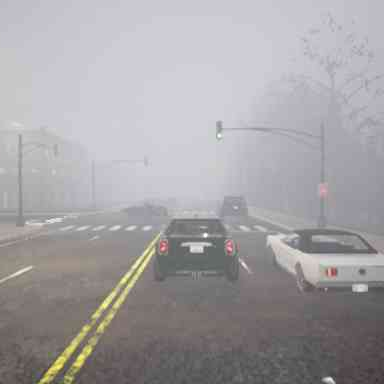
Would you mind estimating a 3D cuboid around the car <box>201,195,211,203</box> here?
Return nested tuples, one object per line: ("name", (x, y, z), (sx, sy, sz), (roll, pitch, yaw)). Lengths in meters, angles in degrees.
("car", (3.293, 1.667, 75.930), (1.882, 1.535, 5.008), (0, 0, 0))

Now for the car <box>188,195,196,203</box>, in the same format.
("car", (0.043, 1.715, 76.347), (1.812, 1.442, 4.674), (0, 0, 0))

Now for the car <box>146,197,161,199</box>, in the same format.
("car", (-6.545, 1.644, 52.963), (1.837, 1.490, 4.892), (0, 0, 0))

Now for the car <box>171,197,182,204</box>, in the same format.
("car", (-3.211, 1.720, 68.189), (2.033, 1.411, 5.357), (0, 0, 0))

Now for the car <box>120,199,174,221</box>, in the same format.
("car", (-4.114, 1.568, 27.891), (4.902, 1.511, 2.128), (0, -1, 45))

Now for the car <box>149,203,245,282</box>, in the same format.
("car", (0.109, 1.380, 9.971), (2.097, 1.767, 4.553), (0, 0, 0))

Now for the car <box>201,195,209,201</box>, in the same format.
("car", (3.299, 1.594, 86.349), (2.033, 1.411, 5.357), (0, 0, 0))

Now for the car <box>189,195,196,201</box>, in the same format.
("car", (0.049, 1.554, 86.351), (1.837, 1.490, 4.892), (0, 0, 0))

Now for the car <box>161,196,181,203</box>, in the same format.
("car", (-3.295, 1.492, 52.968), (2.097, 1.767, 4.553), (0, 0, 0))

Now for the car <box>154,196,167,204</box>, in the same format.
("car", (-6.462, 1.693, 68.258), (2.128, 1.511, 4.902), (0, 0, 0))

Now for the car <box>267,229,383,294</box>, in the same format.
("car", (3.352, 1.625, 8.836), (1.895, 1.301, 4.718), (0, 0, 0))

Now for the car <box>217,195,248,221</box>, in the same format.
("car", (3.368, 1.300, 28.381), (2.150, 2.045, 5.566), (0, 0, 0))
